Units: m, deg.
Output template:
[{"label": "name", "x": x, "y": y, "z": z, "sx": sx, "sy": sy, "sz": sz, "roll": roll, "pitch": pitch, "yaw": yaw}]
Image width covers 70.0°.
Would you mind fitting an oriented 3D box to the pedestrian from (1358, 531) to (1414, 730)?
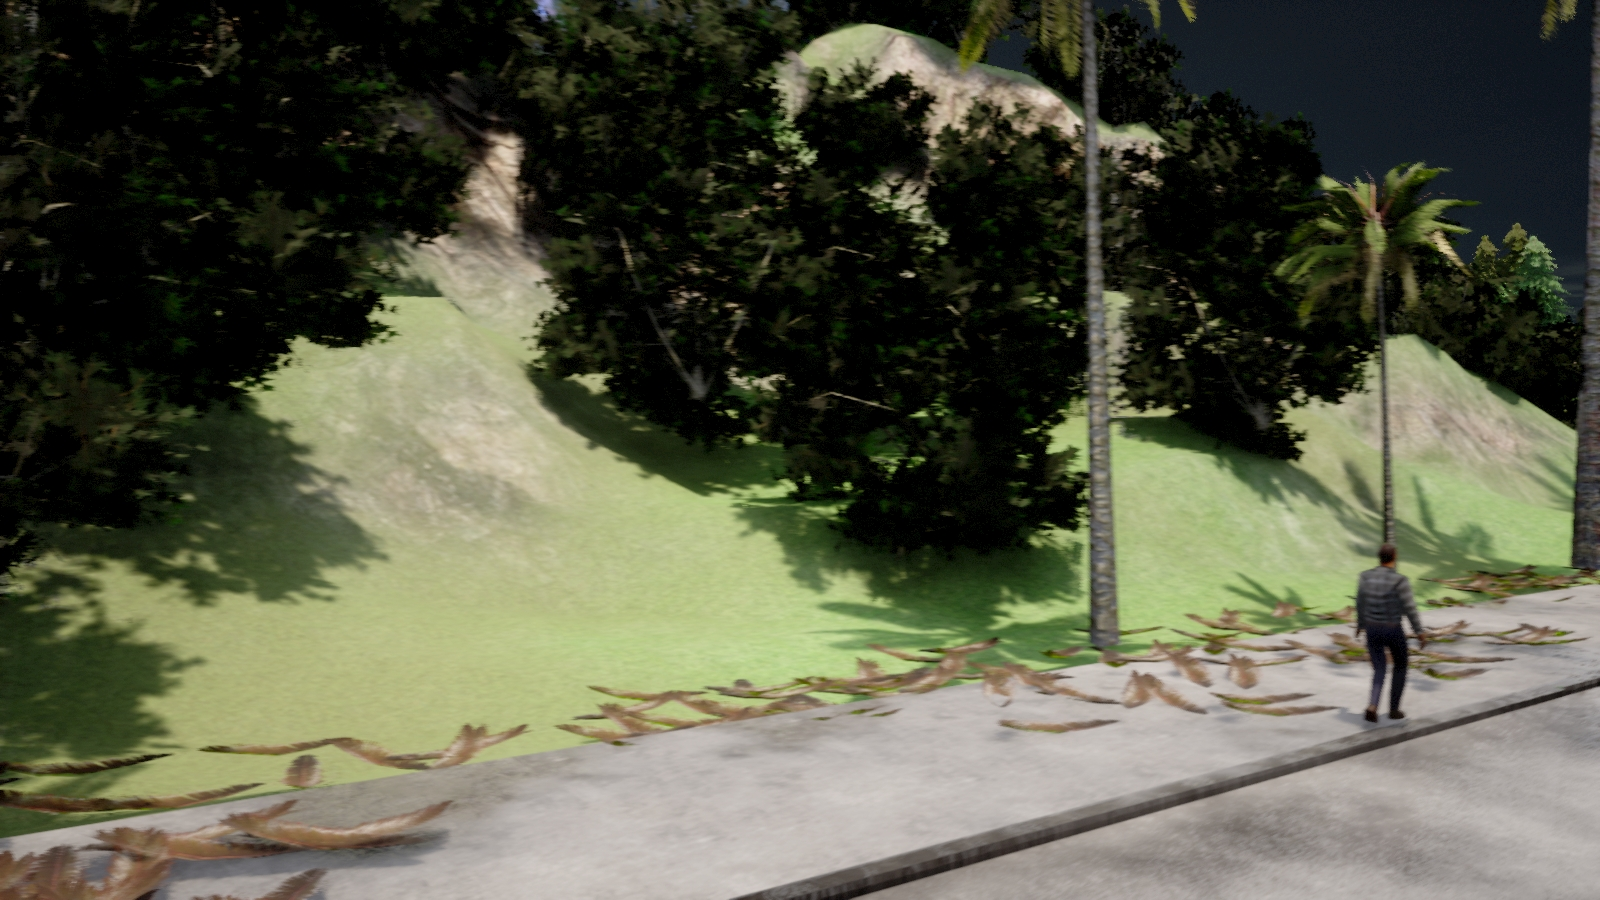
[{"label": "pedestrian", "x": 5.737, "y": 1.743, "z": 11.187, "sx": 0.375, "sy": 1.860, "sz": 0.375, "roll": 0, "pitch": 0, "yaw": -41}]
